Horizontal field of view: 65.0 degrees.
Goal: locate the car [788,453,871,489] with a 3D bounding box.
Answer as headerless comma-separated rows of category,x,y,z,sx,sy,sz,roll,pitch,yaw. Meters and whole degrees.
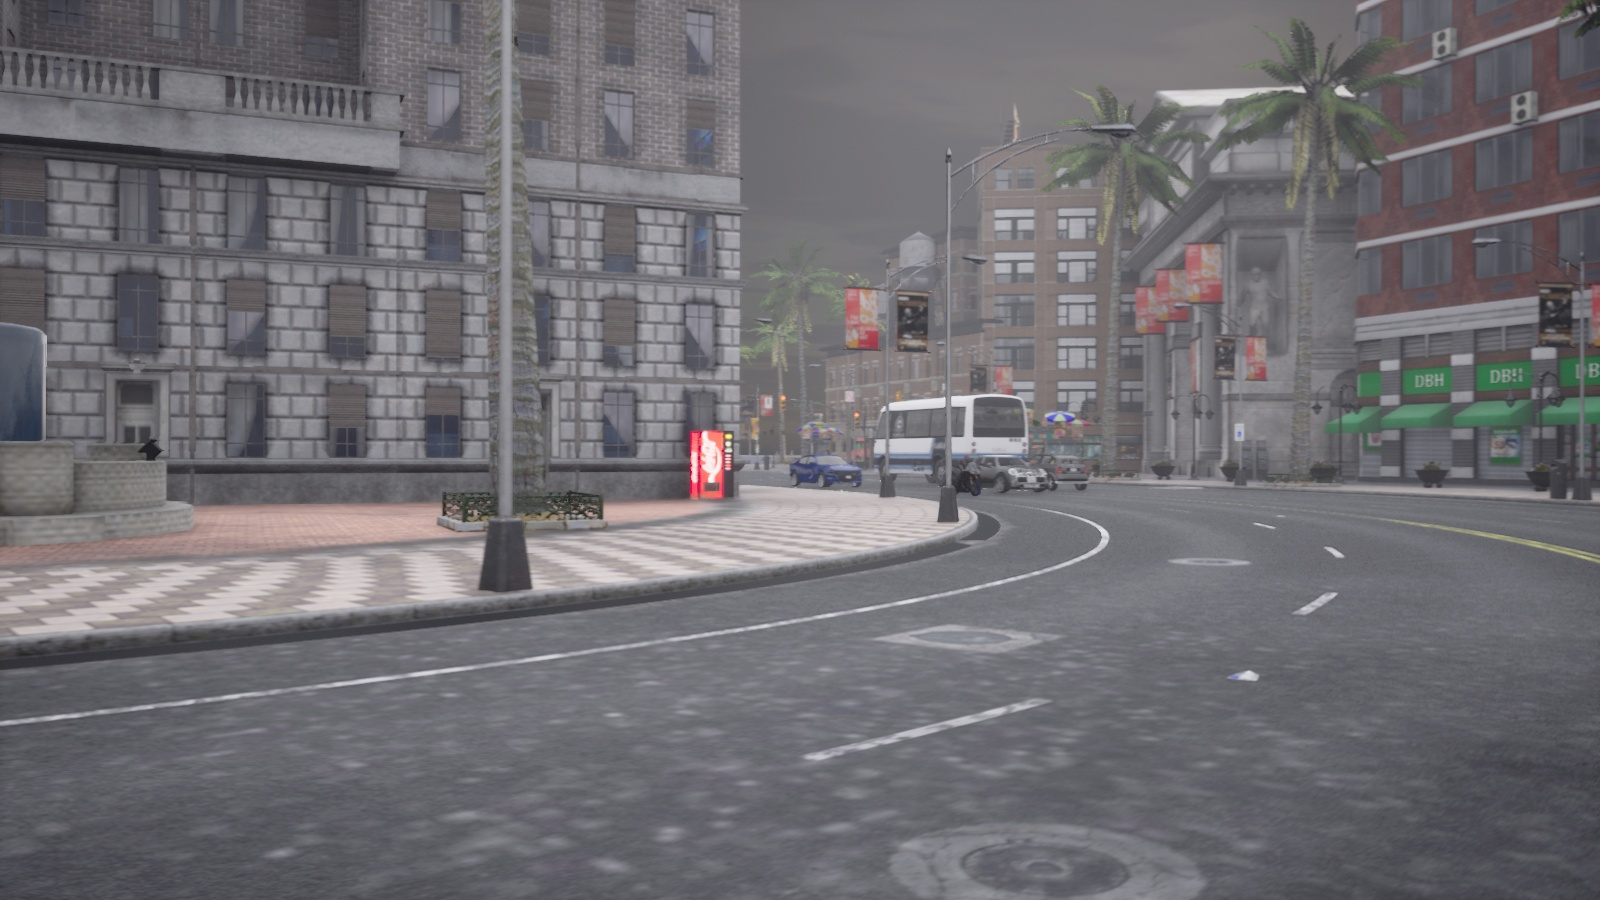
car,1.258,0.919,57.107,1.882,1.535,5.008,0,0,-23

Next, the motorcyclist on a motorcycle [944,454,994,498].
motorcyclist on a motorcycle,6.080,0.922,45.329,0.866,1.530,2.191,0,0,-20

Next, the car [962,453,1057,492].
car,8.219,0.861,49.552,1.970,1.475,3.806,0,0,-22

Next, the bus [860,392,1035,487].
bus,6.975,-0.435,61.735,3.944,4.253,10.273,0,0,-23

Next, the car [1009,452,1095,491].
car,10.577,0.879,52.983,1.789,1.549,3.705,0,0,-23
